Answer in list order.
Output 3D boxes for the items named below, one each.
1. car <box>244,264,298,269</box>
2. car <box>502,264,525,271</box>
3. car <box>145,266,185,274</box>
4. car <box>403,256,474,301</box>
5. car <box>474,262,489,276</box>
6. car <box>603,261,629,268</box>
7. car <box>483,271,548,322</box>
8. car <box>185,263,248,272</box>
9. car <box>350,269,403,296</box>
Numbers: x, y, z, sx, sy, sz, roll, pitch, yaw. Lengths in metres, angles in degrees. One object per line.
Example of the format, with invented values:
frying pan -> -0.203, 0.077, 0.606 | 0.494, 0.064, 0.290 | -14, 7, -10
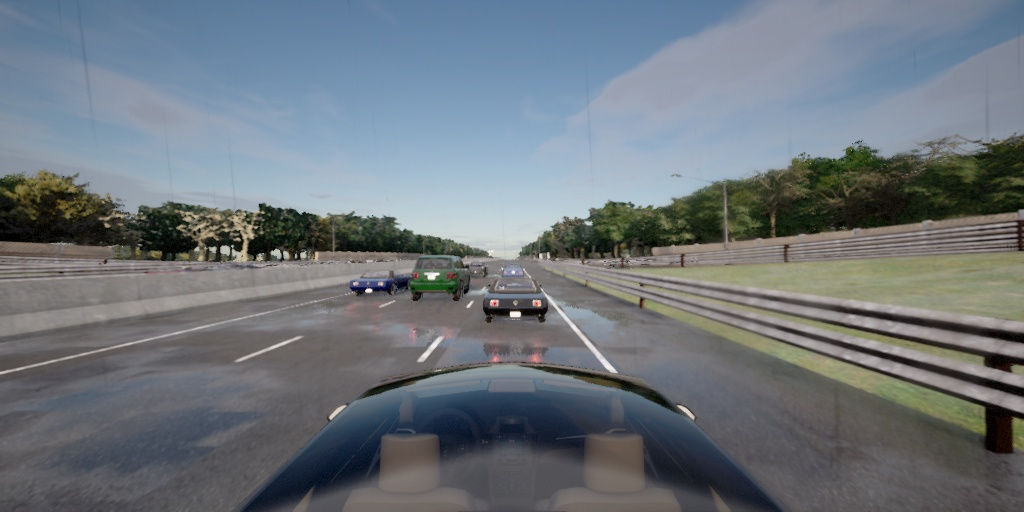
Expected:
car -> -17.595, 1.392, 27.442 | 1.895, 1.301, 4.718 | 0, 0, 0
car -> 0.102, 1.343, 30.524 | 2.033, 1.411, 5.357 | 0, 0, 0
car -> -24.595, 1.392, 26.995 | 1.895, 1.301, 4.718 | 0, 0, 0
car -> -3.398, 1.000, 17.849 | 2.150, 2.045, 5.566 | 0, 0, 0
car -> -3.397, 1.292, 36.051 | 2.128, 1.511, 4.902 | 0, 0, 0
car -> 16.060, 1.145, 55.536 | 1.837, 1.490, 4.892 | 0, -1, -18
car -> 0.102, 1.371, 12.364 | 1.895, 1.301, 4.718 | 0, 0, 0
car -> -21.094, 1.282, 26.960 | 2.128, 1.511, 4.902 | 0, 0, 0
car -> -6.898, 1.382, 19.520 | 1.895, 1.301, 4.718 | 0, 0, 0
